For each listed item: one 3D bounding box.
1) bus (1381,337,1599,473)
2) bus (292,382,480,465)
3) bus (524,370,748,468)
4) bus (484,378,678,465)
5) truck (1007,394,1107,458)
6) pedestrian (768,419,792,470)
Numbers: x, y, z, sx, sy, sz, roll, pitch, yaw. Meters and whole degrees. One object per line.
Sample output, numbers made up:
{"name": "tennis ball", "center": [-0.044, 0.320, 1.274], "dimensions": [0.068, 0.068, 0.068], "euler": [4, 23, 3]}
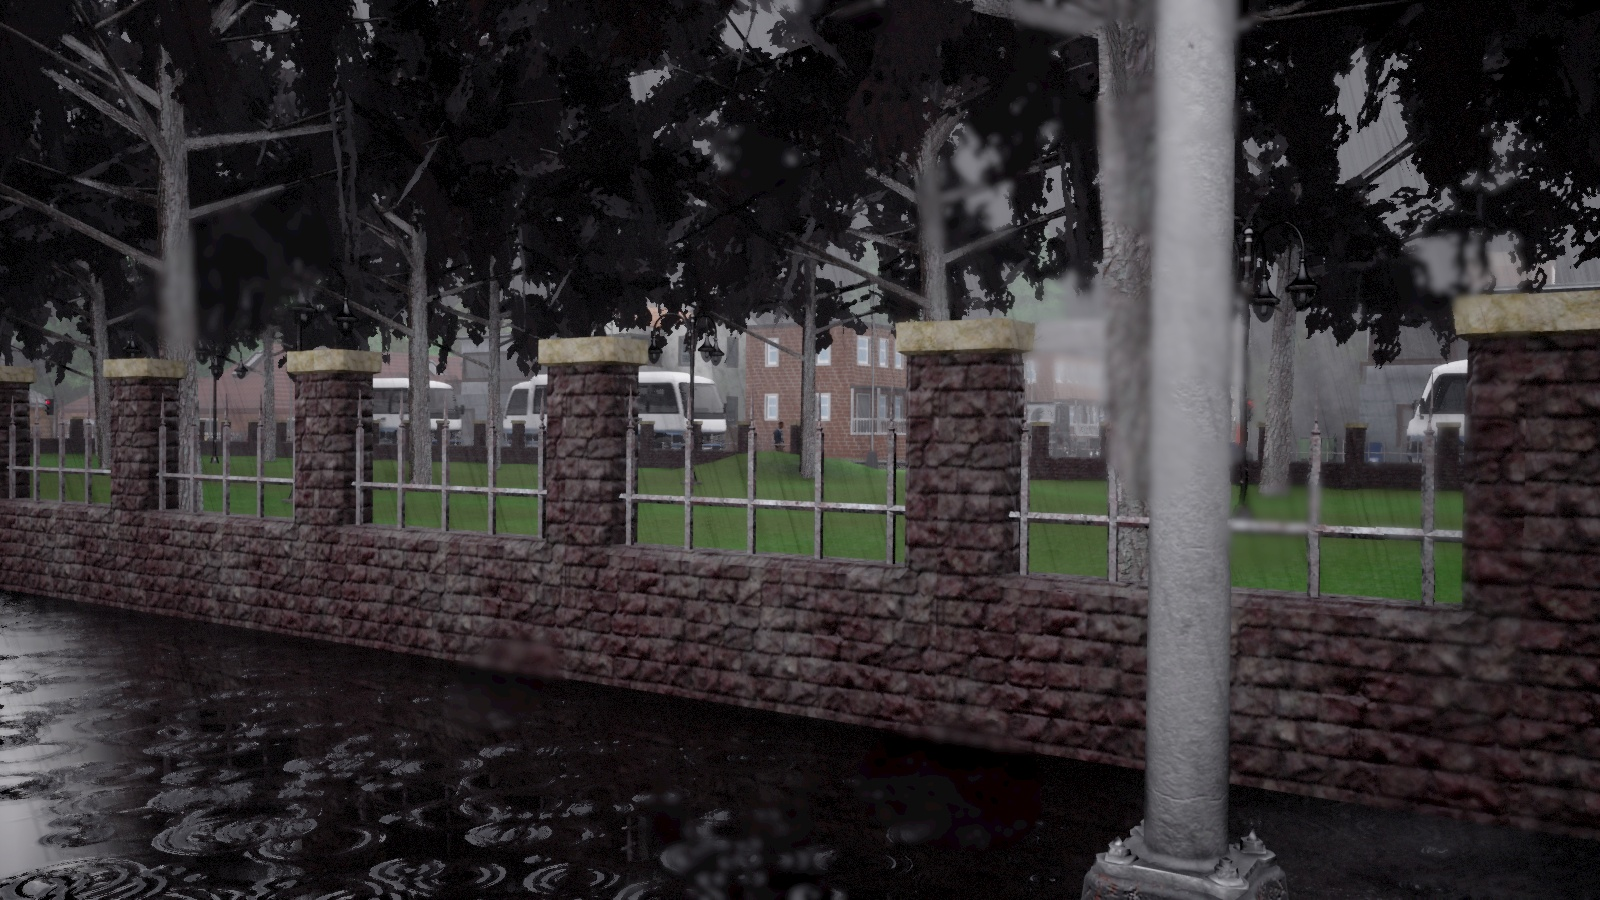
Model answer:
{"name": "bus", "center": [25.280, -1.444, 41.745], "dimensions": [10.273, 4.253, 3.944], "euler": [0, 1, 35]}
{"name": "bus", "center": [-22.756, -1.378, 68.772], "dimensions": [10.273, 4.253, 3.944], "euler": [0, 1, 30]}
{"name": "bus", "center": [-7.810, -1.380, 59.009], "dimensions": [10.273, 4.253, 3.944], "euler": [0, 1, 33]}
{"name": "bus", "center": [-11.696, -1.445, 66.366], "dimensions": [10.273, 4.253, 3.944], "euler": [0, 1, 35]}
{"name": "truck", "center": [14.964, -1.379, 72.713], "dimensions": [2.891, 3.462, 7.936], "euler": [0, 1, 34]}
{"name": "pedestrian", "center": [-0.767, -0.206, 47.875], "dimensions": [0.788, 1.949, 0.423], "euler": [0, 1, 34]}
